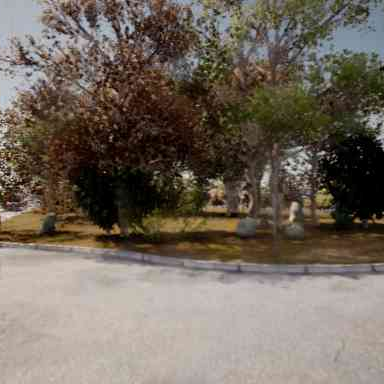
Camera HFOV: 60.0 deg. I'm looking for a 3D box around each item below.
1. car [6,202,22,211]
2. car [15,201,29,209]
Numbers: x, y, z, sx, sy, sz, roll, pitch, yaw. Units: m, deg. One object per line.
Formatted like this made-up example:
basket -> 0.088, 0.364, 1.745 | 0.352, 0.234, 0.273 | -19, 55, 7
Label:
car -> -30.246, 2.485, 56.510 | 1.837, 1.490, 4.892 | -1, 0, -20
car -> -33.797, 2.617, 66.307 | 1.837, 1.490, 4.892 | -1, -1, -20
